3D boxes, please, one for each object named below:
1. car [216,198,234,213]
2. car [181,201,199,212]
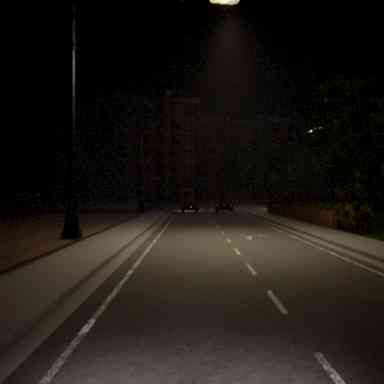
[{"bbox_3d":[4.011,1.551,40.582,2.097,1.767,4.553,0,-1,7],"label":"car"},{"bbox_3d":[-0.273,1.835,42.397,1.994,1.385,4.181,0,-2,-4],"label":"car"}]
